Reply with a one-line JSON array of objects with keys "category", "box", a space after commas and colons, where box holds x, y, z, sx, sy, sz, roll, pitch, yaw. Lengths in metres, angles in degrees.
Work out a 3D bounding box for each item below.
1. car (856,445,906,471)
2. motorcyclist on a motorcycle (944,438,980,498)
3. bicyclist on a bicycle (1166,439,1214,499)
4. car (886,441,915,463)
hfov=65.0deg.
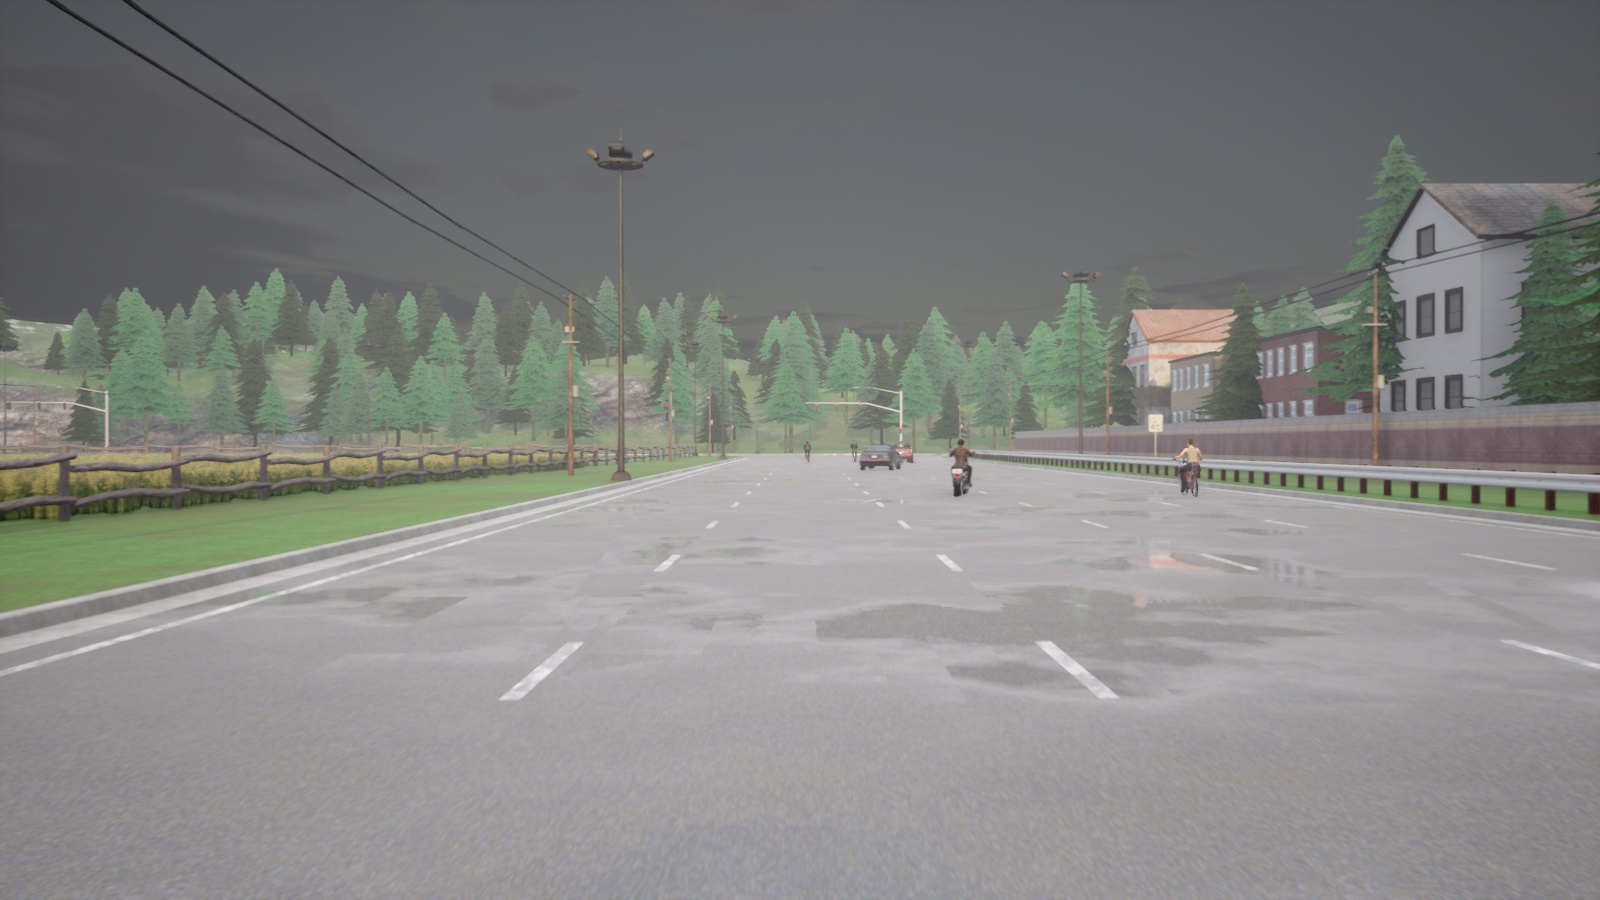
[{"category": "car", "box": [4.547, 0.405, 69.863, 2.033, 1.411, 5.357, 0, 0, 12]}, {"category": "motorcyclist on a motorcycle", "box": [4.618, 0.500, 35.715, 0.766, 1.649, 2.350, 0, 0, 14]}, {"category": "bicyclist on a bicycle", "box": [10.709, 0.498, 34.523, 0.866, 1.612, 1.509, 0, 0, 1]}, {"category": "car", "box": [7.557, 0.117, 94.846, 1.851, 1.617, 3.988, 0, 0, 0]}]
